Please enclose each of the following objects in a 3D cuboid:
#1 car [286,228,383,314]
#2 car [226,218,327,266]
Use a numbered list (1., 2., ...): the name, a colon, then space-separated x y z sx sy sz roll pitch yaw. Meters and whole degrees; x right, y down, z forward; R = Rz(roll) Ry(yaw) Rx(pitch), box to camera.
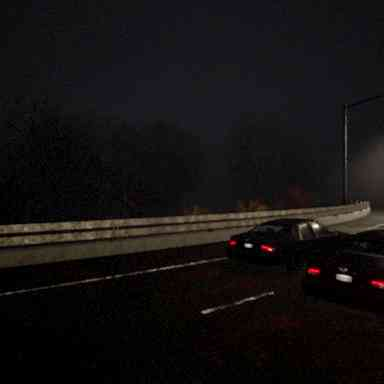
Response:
1. car: 4.611 1.600 7.572 5.357 1.411 2.033 0 0 -41
2. car: 3.484 1.608 11.225 5.357 1.411 2.033 0 0 -42
